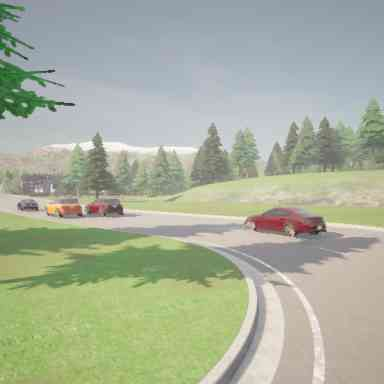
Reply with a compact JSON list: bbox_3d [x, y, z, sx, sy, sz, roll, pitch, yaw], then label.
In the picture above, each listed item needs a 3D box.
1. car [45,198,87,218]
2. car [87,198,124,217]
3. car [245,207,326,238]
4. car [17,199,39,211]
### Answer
[{"bbox_3d":[-11.829,1.351,30.521,2.097,1.767,4.553,0,0,-41],"label":"car"},{"bbox_3d":[-8.477,1.353,31.959,2.097,1.767,4.553,0,0,-42],"label":"car"},{"bbox_3d":[4.852,1.526,17.791,1.812,1.442,4.674,1,0,-32],"label":"car"},{"bbox_3d":[-19.924,1.547,40.348,2.033,1.411,5.357,0,0,-34],"label":"car"}]
